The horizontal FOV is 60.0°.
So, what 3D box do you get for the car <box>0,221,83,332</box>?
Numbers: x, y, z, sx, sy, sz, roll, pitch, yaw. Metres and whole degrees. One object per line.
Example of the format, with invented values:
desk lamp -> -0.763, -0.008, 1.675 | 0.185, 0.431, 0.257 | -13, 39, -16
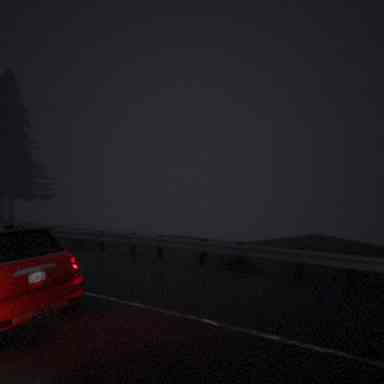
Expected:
car -> -4.249, 1.354, 6.285 | 4.553, 1.767, 2.097 | 0, 0, 31
